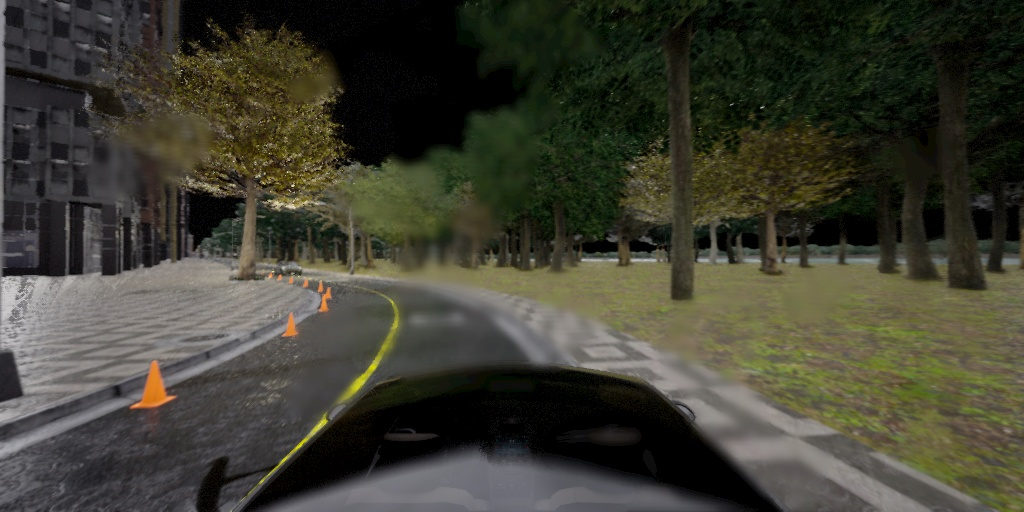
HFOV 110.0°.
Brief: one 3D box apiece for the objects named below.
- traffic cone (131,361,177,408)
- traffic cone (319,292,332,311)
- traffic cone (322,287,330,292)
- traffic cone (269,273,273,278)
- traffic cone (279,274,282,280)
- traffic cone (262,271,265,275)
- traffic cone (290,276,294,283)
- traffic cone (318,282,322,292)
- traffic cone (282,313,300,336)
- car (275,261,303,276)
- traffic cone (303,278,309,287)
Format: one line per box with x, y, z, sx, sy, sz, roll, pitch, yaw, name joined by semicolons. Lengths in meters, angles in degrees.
-5.088;1.791;5.103;0.340;0.580;0.340;0;0;-7;traffic cone
-7.387;1.846;14.107;0.340;0.580;0.340;0;0;-22;traffic cone
-9.366;1.871;18.322;0.340;0.580;0.340;0;0;-29;traffic cone
-24.902;1.948;37.041;0.340;0.580;0.340;0;0;-42;traffic cone
-21.556;1.944;33.325;0.340;0.580;0.340;0;0;-42;traffic cone
-28.247;1.949;40.759;0.340;0.580;0.340;0;0;-42;traffic cone
-18.211;1.930;29.607;0.340;0.580;0.340;0;0;-42;traffic cone
-11.862;1.894;22.254;0.340;0.580;0.340;0;0;-36;traffic cone
-5.952;1.823;9.678;0.340;0.580;0.340;0;0;-14;traffic cone
-25.584;1.360;41.062;2.097;1.767;4.553;0;0;-42;car
-14.866;1.913;25.890;0.340;0.580;0.340;0;0;-42;traffic cone
